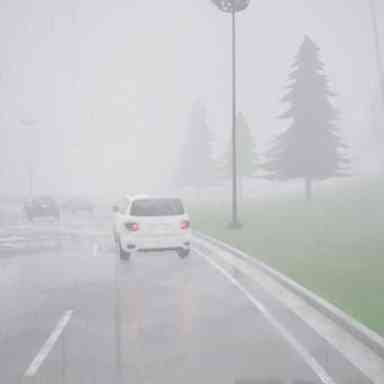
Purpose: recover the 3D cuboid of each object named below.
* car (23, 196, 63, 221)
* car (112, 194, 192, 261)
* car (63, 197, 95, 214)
[{"bbox_3d":[-11.482,1.081,25.161,2.097,1.767,4.553,-1,1,-32],"label":"car"},{"bbox_3d":[-1.580,1.065,11.901,2.150,2.045,5.566,-1,1,-15],"label":"car"},{"bbox_3d":[-10.525,1.198,30.314,2.033,1.411,5.357,-1,1,-36],"label":"car"}]
